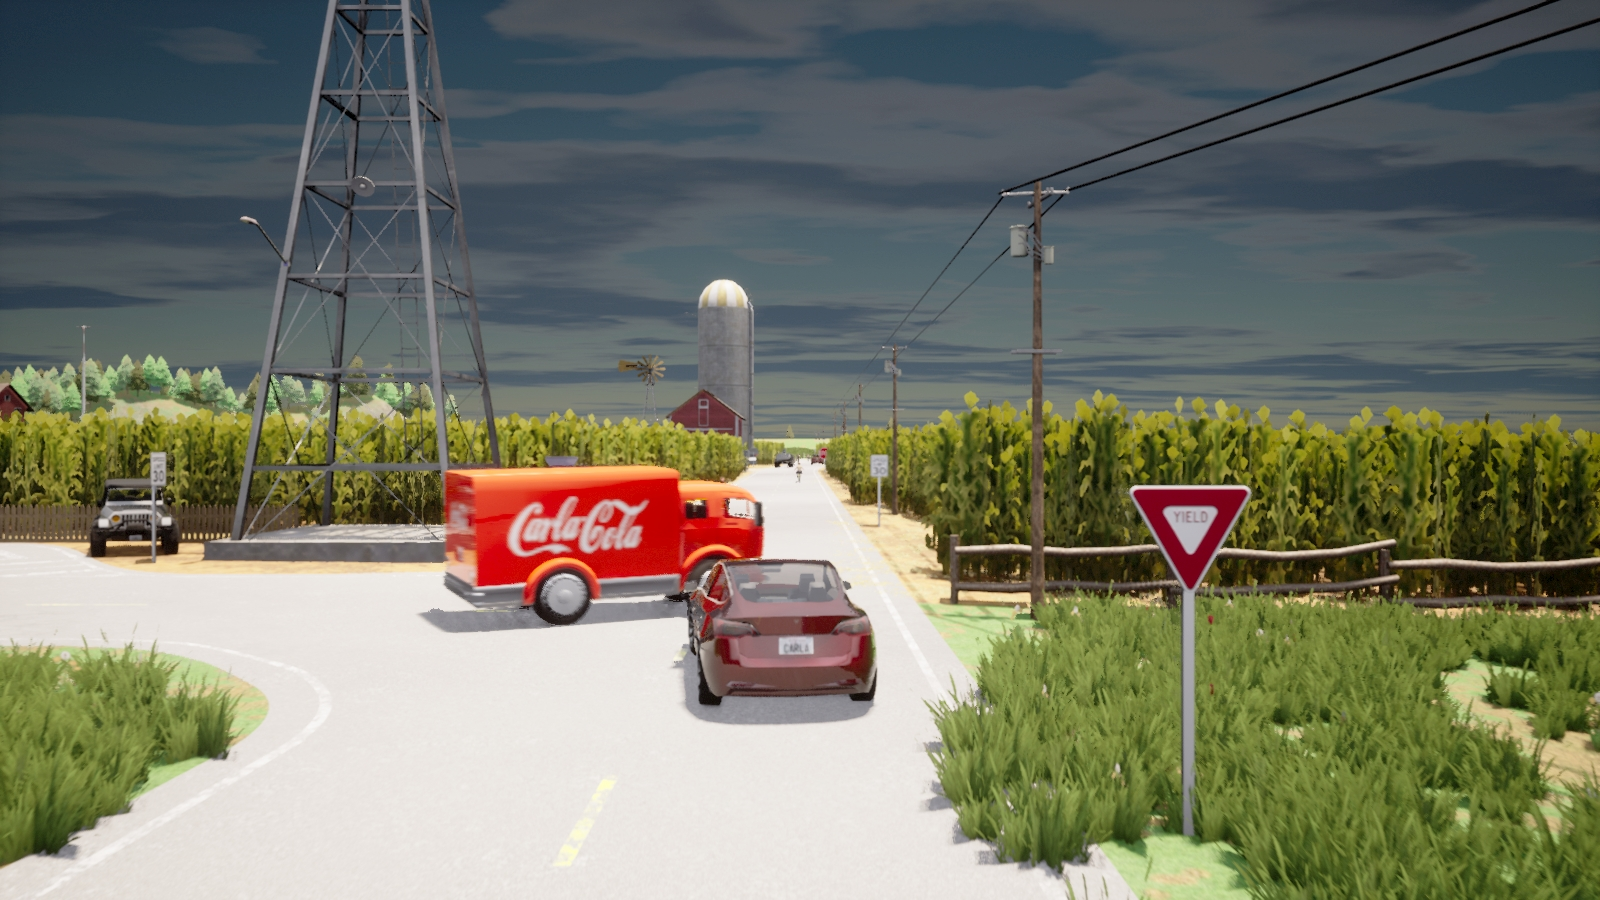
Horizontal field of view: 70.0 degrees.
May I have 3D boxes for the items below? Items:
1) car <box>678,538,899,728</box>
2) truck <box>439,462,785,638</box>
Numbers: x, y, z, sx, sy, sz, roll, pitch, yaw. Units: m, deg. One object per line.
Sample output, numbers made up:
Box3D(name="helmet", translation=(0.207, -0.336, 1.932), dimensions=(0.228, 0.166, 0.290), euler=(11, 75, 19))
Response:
Box3D(name="car", translation=(-0.355, 2.026, 13.939), dimensions=(2.163, 1.488, 4.792), euler=(0, 0, -7))
Box3D(name="truck", translation=(-3.163, 1.518, 19.325), dimensions=(5.204, 2.467, 2.627), euler=(-1, 1, -28))
